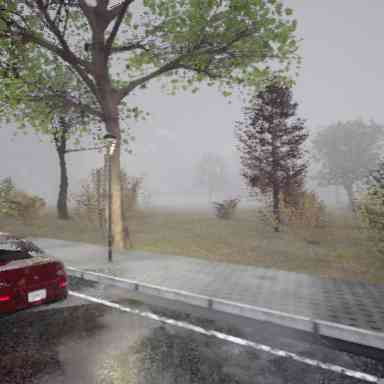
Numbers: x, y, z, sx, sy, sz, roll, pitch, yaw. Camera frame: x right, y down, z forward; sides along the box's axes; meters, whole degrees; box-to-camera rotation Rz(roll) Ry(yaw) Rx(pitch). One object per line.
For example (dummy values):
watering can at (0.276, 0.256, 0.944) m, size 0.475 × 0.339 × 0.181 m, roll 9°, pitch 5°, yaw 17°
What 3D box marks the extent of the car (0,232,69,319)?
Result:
car at (-4.434, 1.558, 6.848) m, size 4.674 × 1.442 × 1.812 m, roll 0°, pitch 0°, yaw 36°
